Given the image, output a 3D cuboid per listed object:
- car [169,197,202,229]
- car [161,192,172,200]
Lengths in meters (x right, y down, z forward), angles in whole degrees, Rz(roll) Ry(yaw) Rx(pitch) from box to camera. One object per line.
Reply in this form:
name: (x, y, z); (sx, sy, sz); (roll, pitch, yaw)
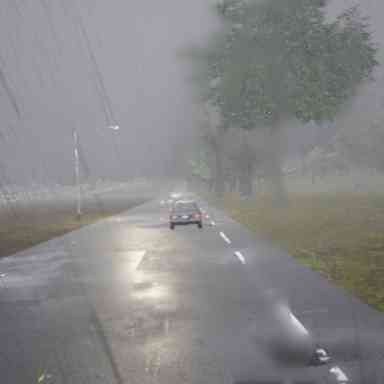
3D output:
car: (-0.380, 1.329, 20.004); (2.033, 1.411, 5.357); (-3, 1, -1)
car: (-5.019, 0.792, 65.703); (1.837, 1.490, 4.892); (-3, 1, -1)
